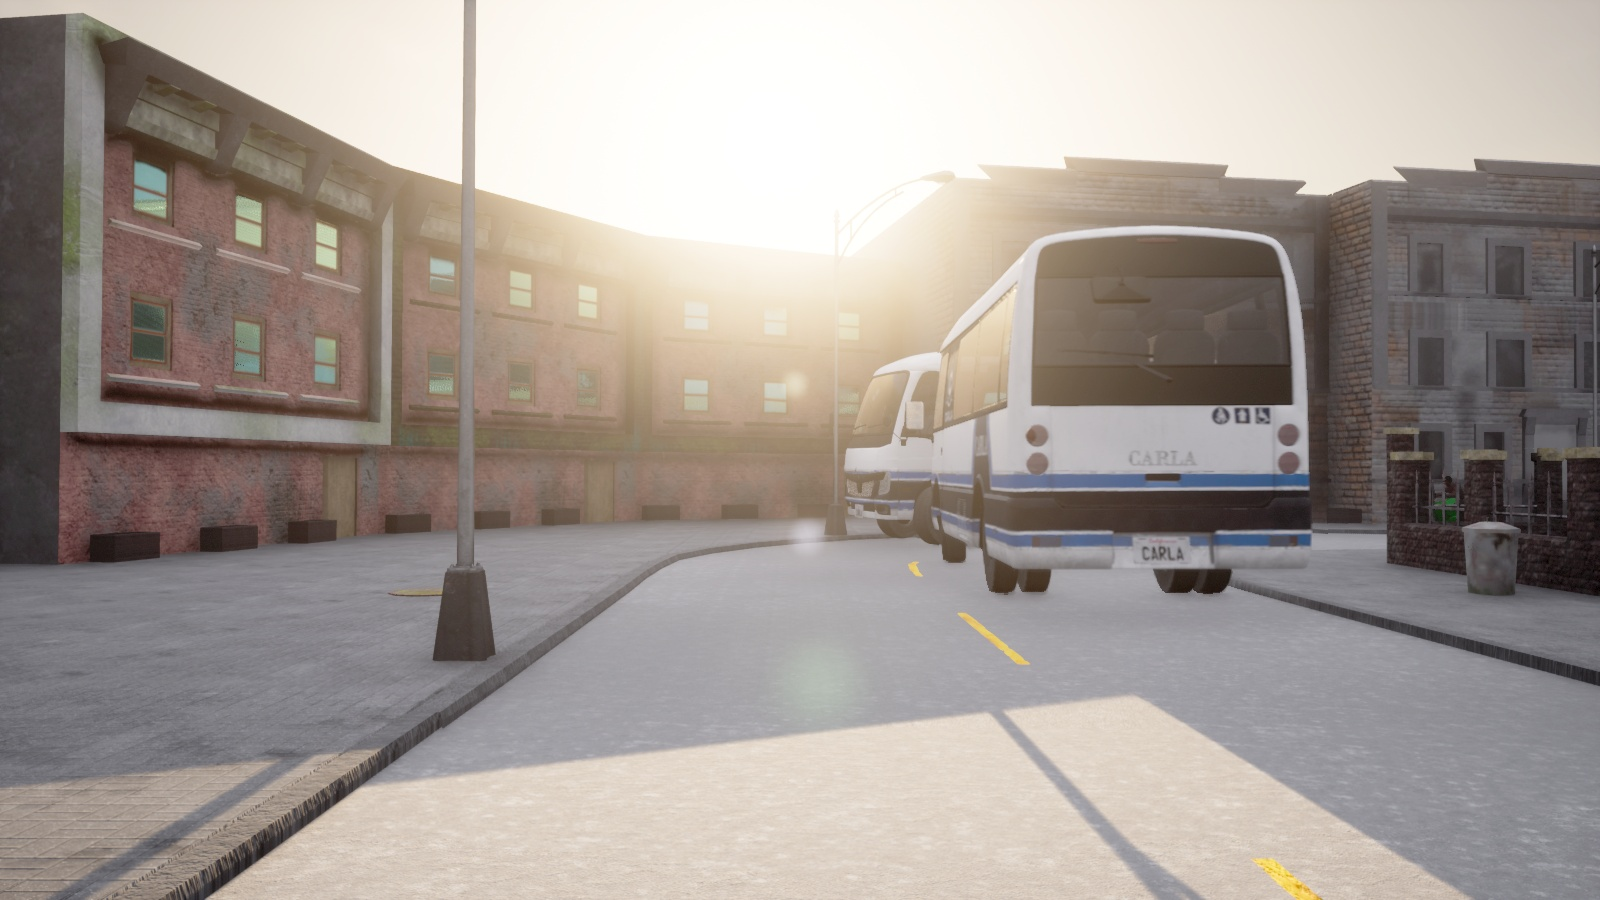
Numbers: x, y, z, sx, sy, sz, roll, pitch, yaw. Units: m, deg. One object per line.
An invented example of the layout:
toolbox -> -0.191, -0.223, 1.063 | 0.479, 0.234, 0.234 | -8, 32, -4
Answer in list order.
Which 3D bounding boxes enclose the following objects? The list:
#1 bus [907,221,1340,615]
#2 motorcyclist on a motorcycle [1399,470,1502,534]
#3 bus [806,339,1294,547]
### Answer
bus -> 3.958, -0.261, 18.847 | 3.944, 4.253, 10.273 | -1, -1, 1
motorcyclist on a motorcycle -> 15.624, 1.240, 30.172 | 2.044, 1.523, 0.797 | 0, -1, 0
bus -> 5.596, -0.110, 28.803 | 10.273, 4.253, 3.944 | 0, -1, -14
